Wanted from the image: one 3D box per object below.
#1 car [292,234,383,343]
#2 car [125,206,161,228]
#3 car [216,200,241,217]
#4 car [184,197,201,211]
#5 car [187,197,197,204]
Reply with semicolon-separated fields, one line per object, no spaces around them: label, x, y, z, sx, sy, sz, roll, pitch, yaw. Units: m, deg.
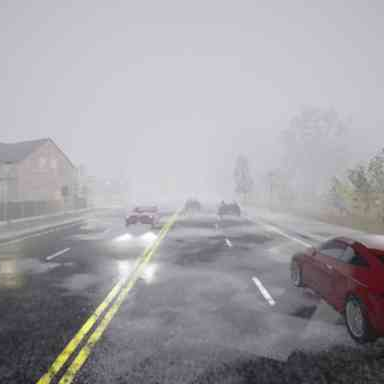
car;3.350;1.526;6.299;1.812;1.442;4.674;0;0;0
car;-3.250;1.607;22.596;1.895;1.301;4.718;0;0;0
car;3.350;1.486;31.030;2.128;1.511;4.902;0;0;0
car;0.101;1.478;40.059;2.128;1.511;4.902;0;0;0
car;0.005;1.567;61.454;1.895;1.301;4.718;0;0;0
